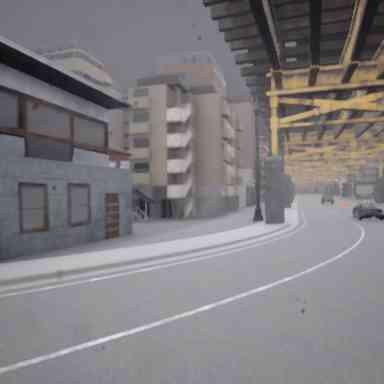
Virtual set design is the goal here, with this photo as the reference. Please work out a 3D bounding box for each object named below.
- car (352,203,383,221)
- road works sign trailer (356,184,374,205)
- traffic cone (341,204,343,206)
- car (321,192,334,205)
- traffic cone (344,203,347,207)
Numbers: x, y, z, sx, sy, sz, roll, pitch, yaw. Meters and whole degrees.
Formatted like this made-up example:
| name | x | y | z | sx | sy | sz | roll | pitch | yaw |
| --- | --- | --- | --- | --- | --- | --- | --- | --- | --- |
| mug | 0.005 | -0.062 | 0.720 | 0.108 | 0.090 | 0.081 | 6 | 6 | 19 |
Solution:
| name | x | y | z | sx | sy | sz | roll | pitch | yaw |
| --- | --- | --- | --- | --- | --- | --- | --- | --- | --- |
| car | 15.178 | 1.664 | 28.846 | 2.033 | 1.411 | 5.357 | -1 | -1 | 18 |
| road works sign trailer | 25.204 | 0.667 | 48.613 | 2.380 | 3.560 | 2.880 | -1 | -1 | 18 |
| traffic cone | 26.499 | 2.228 | 57.620 | 0.340 | 0.580 | 0.340 | -1 | 0 | 18 |
| car | 27.453 | 1.488 | 67.350 | 2.150 | 2.045 | 5.566 | -1 | 0 | 18 |
| traffic cone | 25.897 | 2.217 | 55.713 | 0.340 | 0.580 | 0.340 | -1 | -1 | 18 |
